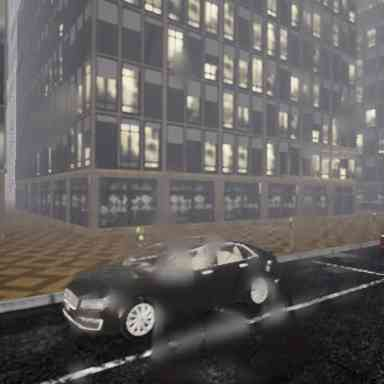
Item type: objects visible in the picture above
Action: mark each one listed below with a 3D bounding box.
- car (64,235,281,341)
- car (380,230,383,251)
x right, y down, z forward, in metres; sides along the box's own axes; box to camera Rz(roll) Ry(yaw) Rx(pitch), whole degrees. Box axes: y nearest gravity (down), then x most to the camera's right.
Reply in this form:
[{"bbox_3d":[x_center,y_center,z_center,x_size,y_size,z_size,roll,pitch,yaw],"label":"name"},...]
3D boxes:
[{"bbox_3d":[-0.148,1.568,6.451,4.403,1.369,2.008,0,0,-35],"label":"car"},{"bbox_3d":[9.121,1.618,13.061,4.507,1.381,1.887,0,0,-35],"label":"car"}]
